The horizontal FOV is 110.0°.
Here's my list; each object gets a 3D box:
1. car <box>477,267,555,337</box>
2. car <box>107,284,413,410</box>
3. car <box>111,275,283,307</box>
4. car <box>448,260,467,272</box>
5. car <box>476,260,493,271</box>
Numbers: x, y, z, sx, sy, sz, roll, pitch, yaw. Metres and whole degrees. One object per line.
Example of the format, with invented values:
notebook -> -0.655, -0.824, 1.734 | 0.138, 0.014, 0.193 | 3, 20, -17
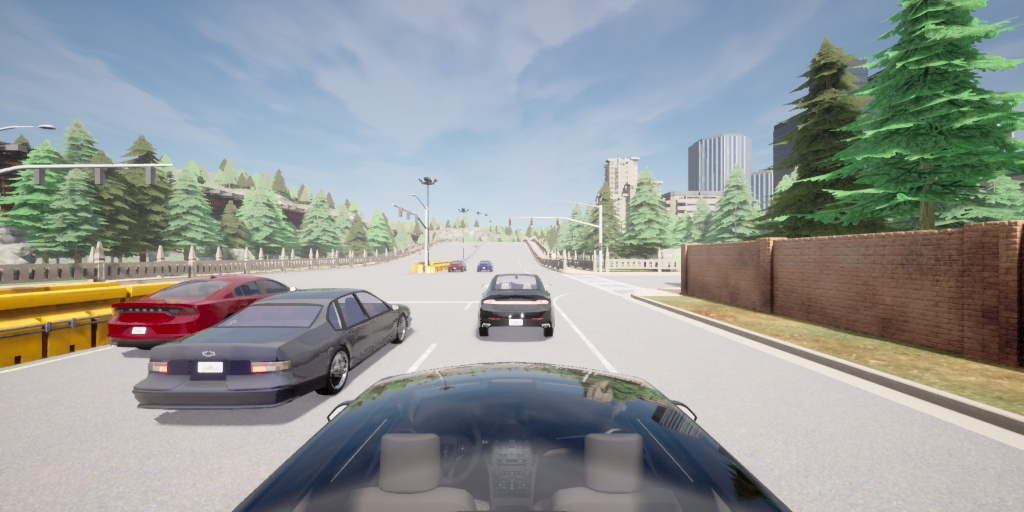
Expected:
car -> 0.130, 1.242, 10.289 | 2.128, 1.511, 4.902 | 0, 0, 1
car -> -3.398, 1.297, 6.544 | 2.033, 1.411, 5.357 | 0, 0, 0
car -> -6.898, 1.228, 9.108 | 1.882, 1.535, 5.008 | 0, 0, 0
car -> -6.887, 1.276, 45.365 | 1.812, 1.442, 4.674 | 0, 0, 0
car -> -3.391, 1.276, 45.764 | 1.812, 1.442, 4.674 | 0, 0, 0
